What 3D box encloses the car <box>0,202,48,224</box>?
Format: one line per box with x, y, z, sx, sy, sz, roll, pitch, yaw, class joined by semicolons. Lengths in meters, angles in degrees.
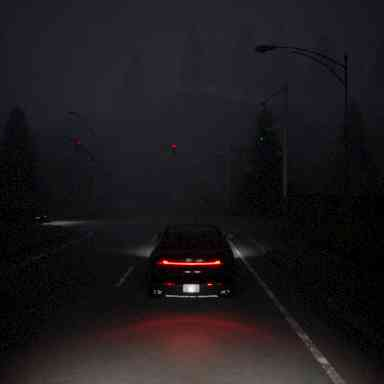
-13.020;1.505;24.083;4.892;1.490;1.837;0;0;1;car

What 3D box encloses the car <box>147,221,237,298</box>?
0.028;1.505;8.477;1.837;1.490;4.892;0;0;1;car
